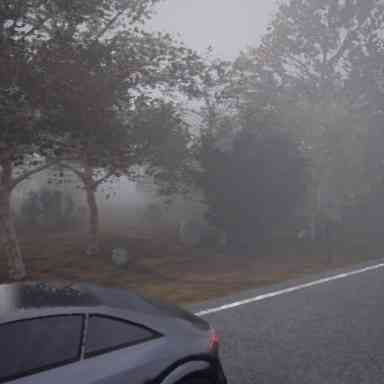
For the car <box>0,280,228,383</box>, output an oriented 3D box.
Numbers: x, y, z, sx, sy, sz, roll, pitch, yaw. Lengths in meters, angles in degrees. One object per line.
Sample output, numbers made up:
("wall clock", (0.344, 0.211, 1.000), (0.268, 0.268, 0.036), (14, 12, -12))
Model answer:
("car", (-1.717, 1.564, 2.755), (4.181, 1.385, 1.994), (0, 0, -35))
